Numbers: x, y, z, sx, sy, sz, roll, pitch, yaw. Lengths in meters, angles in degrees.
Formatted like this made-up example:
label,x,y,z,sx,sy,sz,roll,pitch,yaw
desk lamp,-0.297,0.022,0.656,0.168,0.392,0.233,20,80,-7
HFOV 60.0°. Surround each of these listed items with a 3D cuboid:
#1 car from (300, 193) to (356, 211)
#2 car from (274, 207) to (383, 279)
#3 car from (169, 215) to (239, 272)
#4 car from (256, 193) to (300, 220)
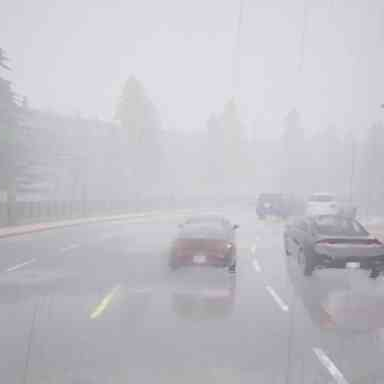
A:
label,x,y,z,sx,sy,sz,roll,pitch,yaw
car,10.210,1.082,24.242,2.150,2.045,5.566,0,0,40
car,3.934,1.433,9.928,2.128,1.511,4.902,0,0,7
car,0.487,1.462,10.481,1.812,1.442,4.674,0,1,8
car,7.013,1.071,25.814,2.150,2.045,5.566,0,0,39
